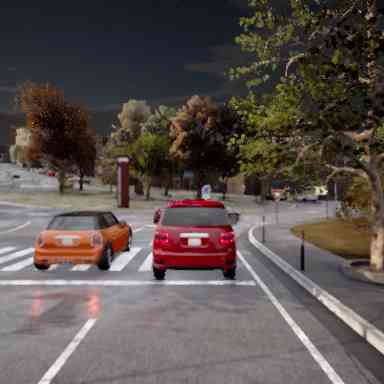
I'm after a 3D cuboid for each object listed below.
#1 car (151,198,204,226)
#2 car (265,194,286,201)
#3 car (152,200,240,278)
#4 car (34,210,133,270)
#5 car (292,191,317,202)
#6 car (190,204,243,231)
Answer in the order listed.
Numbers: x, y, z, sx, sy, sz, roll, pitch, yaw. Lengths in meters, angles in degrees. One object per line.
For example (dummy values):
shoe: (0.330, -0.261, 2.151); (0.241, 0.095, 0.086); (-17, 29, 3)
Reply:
car: (-0.929, 1.360, 24.584); (2.097, 1.767, 4.553); (2, 0, 23)
car: (15.810, 0.971, 64.086); (2.033, 1.411, 5.357); (-1, 2, -24)
car: (0.063, 1.254, 10.386); (2.150, 2.045, 5.566); (0, 0, 0)
car: (-3.400, 1.387, 11.303); (2.097, 1.767, 4.553); (0, 0, 1)
car: (20.413, 0.739, 60.435); (2.150, 2.045, 5.566); (0, 2, -15)
car: (1.814, 1.583, 22.438); (2.033, 1.411, 5.357); (1, 0, 21)
